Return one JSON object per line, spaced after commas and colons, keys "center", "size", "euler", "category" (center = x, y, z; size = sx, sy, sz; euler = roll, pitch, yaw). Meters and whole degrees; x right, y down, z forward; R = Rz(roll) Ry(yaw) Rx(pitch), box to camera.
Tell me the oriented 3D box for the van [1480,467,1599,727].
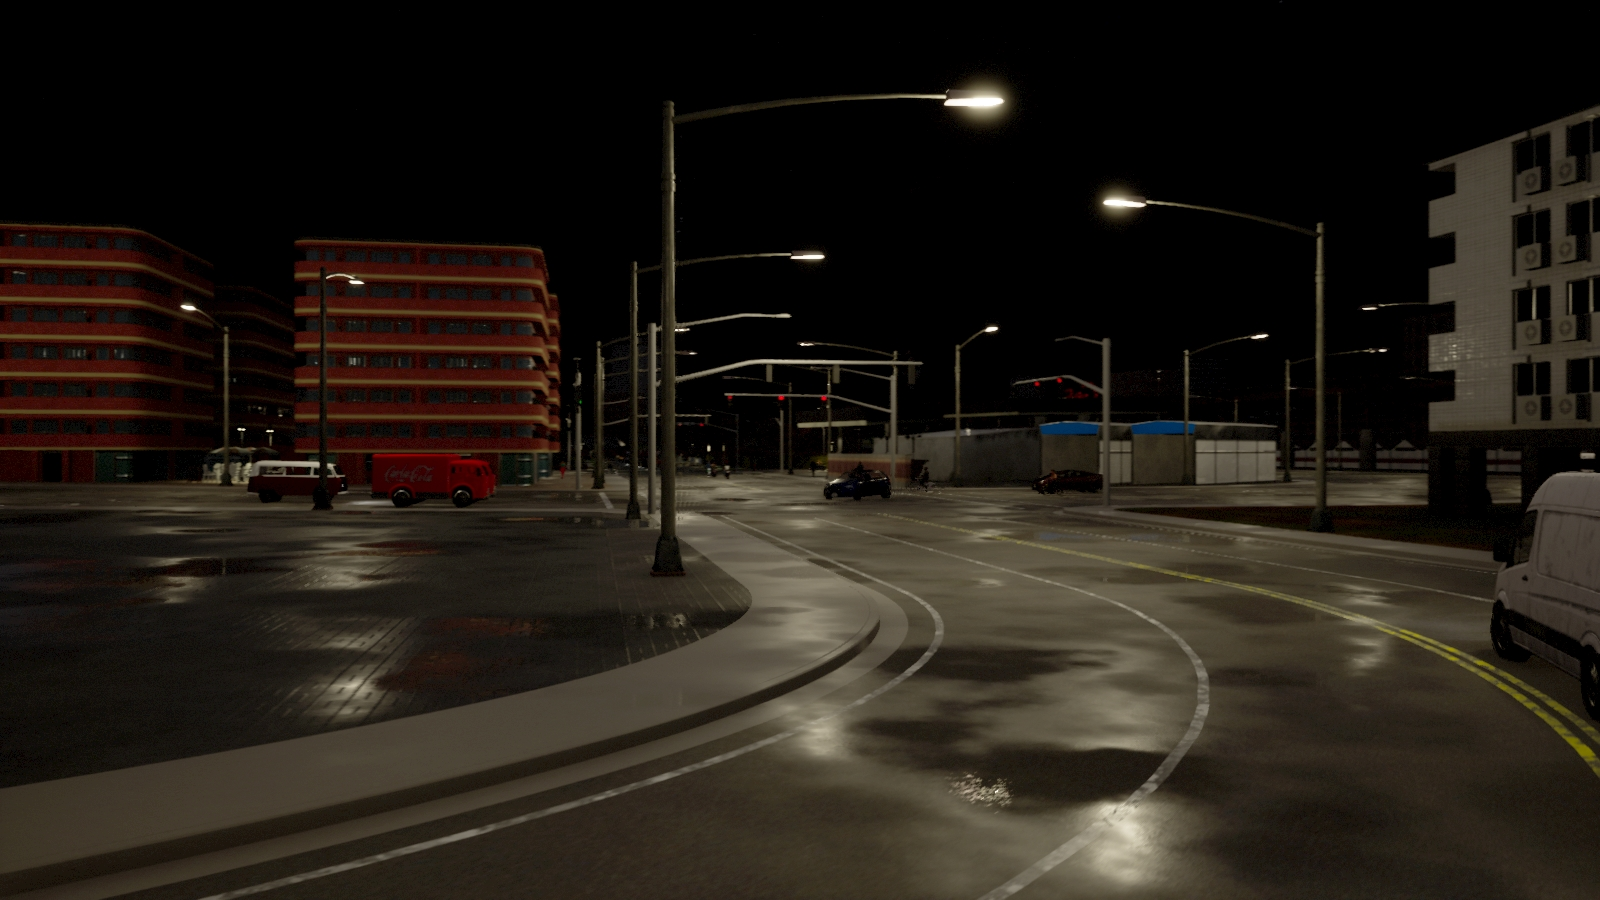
{"center": [9.713, 1.535, 13.197], "size": [1.988, 2.561, 5.915], "euler": [0, 0, 19], "category": "van"}
